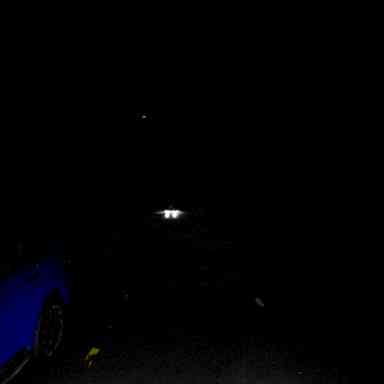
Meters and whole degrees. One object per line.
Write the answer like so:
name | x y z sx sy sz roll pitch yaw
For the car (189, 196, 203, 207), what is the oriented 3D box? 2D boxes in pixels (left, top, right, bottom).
car | 0.958 1.761 61.894 2.150 2.045 5.566 0 -1 0

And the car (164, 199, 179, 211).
car | -2.833 1.802 46.620 2.128 1.511 4.902 0 -1 0

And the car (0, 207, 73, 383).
car | -2.850 1.221 2.793 2.150 2.045 5.566 0 0 0
